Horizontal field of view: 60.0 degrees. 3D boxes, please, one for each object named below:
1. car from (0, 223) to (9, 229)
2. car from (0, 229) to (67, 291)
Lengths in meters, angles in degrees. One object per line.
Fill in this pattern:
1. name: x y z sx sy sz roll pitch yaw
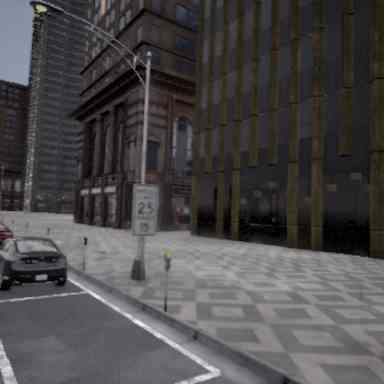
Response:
1. car: -11.554 2.400 19.204 1.887 1.381 4.507 5 -5 -36
2. car: -5.208 2.070 10.474 2.008 1.369 4.403 5 -5 -36
